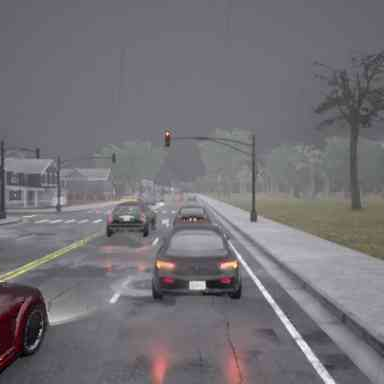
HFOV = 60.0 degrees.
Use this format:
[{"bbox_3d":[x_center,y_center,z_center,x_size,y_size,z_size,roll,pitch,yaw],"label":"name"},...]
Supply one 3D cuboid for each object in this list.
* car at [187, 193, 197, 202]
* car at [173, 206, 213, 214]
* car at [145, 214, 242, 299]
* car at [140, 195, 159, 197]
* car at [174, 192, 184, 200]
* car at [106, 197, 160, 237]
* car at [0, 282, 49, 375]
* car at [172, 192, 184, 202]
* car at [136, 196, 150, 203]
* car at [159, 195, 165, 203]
[{"bbox_3d":[-0.016,1.424,75.036,1.994,1.385,4.181,0,0,0],"label":"car"},{"bbox_3d":[0.031,1.485,17.425,1.837,1.490,4.892,0,0,1],"label":"car"},{"bbox_3d":[0.099,1.516,8.295,1.812,1.442,4.674,0,0,0],"label":"car"},{"bbox_3d":[-6.593,1.430,51.256,1.837,1.490,4.892,0,0,0],"label":"car"},{"bbox_3d":[-3.268,0.934,85.070,2.150,2.045,5.566,0,0,0],"label":"car"},{"bbox_3d":[-3.153,1.332,18.179,2.097,1.767,4.553,0,0,0],"label":"car"},{"bbox_3d":[-3.150,1.560,3.335,1.994,1.385,4.181,0,0,0],"label":"car"},{"bbox_3d":[-3.266,1.227,75.006,2.097,1.767,4.553,0,0,0],"label":"car"},{"bbox_3d":[-9.777,1.458,66.698,1.994,1.385,4.181,0,0,0],"label":"car"},{"bbox_3d":[-6.531,1.389,66.793,2.128,1.511,4.902,0,0,0],"label":"car"}]
